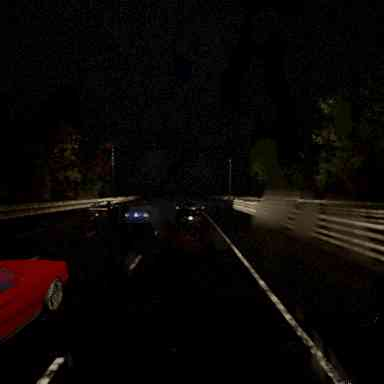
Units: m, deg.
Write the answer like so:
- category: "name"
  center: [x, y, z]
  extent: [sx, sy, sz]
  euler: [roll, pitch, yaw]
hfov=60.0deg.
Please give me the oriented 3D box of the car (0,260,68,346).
- category: "car"
  center: [-3.417, 1.599, 4.621]
  extent: [1.895, 1.301, 4.718]
  euler: [0, 0, 0]

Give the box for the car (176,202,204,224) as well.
- category: "car"
  center: [-0.133, 1.500, 24.950]
  extent: [1.837, 1.490, 4.892]
  euler: [0, 0, -1]

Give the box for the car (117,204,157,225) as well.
- category: "car"
  center: [-3.610, 1.543, 23.824]
  extent: [2.033, 1.411, 5.357]
  euler: [0, 0, -1]

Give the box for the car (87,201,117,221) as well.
- category: "car"
  center: [-7.179, 1.490, 27.409]
  extent: [2.128, 1.511, 4.902]
  euler: [0, 0, -1]
